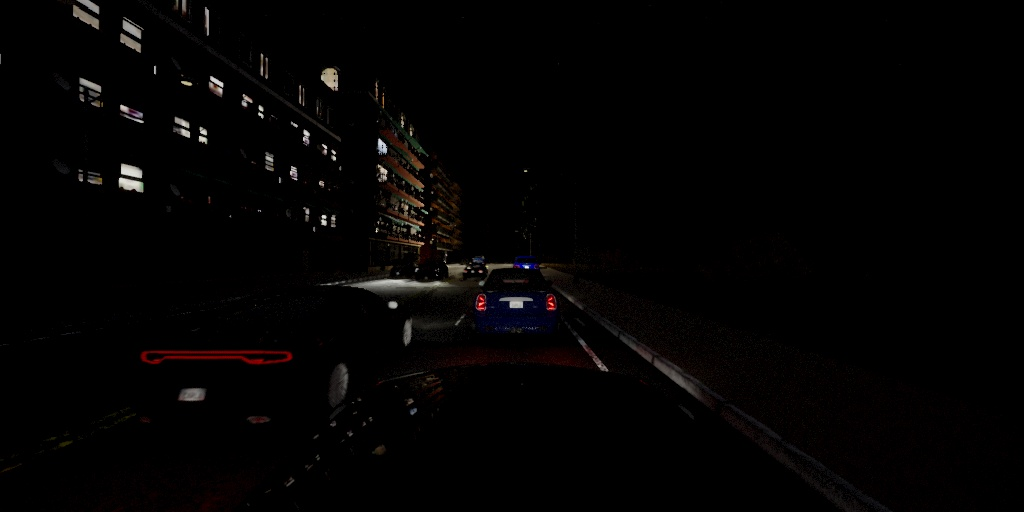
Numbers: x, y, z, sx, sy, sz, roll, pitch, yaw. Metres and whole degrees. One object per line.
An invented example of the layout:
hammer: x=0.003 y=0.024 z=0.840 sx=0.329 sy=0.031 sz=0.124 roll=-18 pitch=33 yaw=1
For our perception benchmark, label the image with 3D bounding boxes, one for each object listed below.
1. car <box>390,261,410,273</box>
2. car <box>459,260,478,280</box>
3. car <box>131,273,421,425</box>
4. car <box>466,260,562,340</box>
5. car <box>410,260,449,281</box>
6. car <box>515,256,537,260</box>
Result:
car: x=-9.854 y=1.245 z=33.399 sx=2.128 sy=1.511 sz=4.902 roll=0 pitch=0 yaw=0
car: x=-3.152 y=1.301 z=31.452 sx=2.033 sy=1.411 sz=5.357 roll=0 pitch=0 yaw=0
car: x=-3.152 y=1.228 z=6.013 sx=1.882 sy=1.535 sz=5.008 roll=0 pitch=0 yaw=0
car: x=0.097 y=1.103 z=10.099 sx=2.097 sy=1.767 sz=4.553 roll=0 pitch=0 yaw=0
car: x=-6.604 y=1.105 z=29.790 sx=2.097 sy=1.767 sz=4.553 roll=0 pitch=0 yaw=0
car: x=1.135 y=0.979 z=30.053 sx=2.150 sy=2.045 sz=5.566 roll=0 pitch=0 yaw=0
